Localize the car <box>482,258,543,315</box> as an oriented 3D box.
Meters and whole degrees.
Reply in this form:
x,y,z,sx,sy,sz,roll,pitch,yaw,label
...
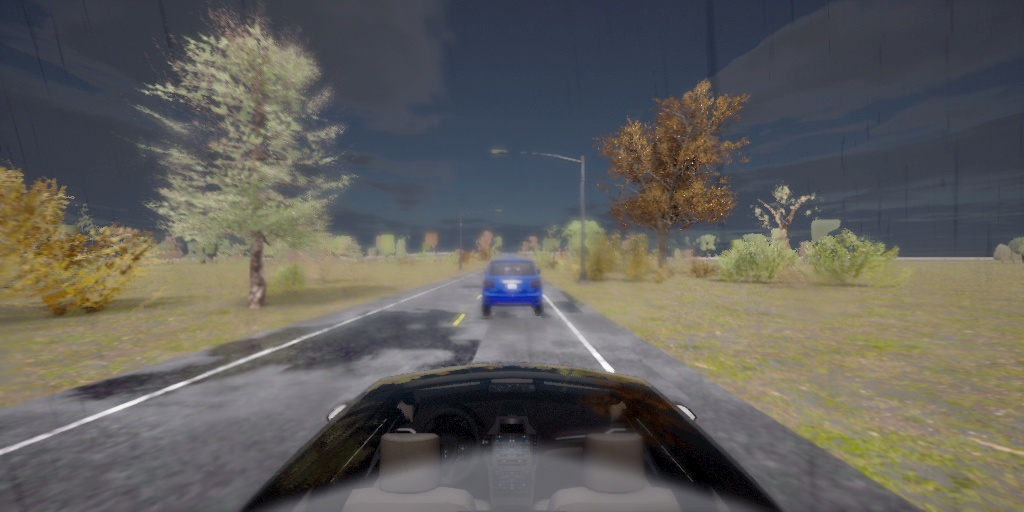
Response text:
x,y,z,sx,sy,sz,roll,pitch,yaw,label
0.021,1.107,14.432,2.150,2.045,5.566,0,0,0,car
